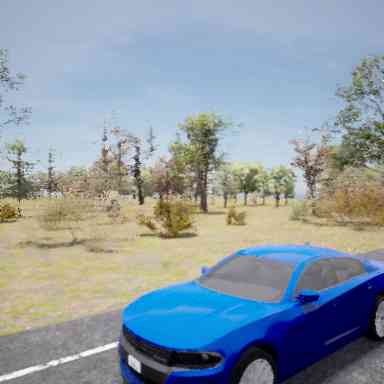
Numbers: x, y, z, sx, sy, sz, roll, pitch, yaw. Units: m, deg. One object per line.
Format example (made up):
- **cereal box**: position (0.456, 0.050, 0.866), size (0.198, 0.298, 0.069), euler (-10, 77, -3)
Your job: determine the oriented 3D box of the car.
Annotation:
- **car**: position (1.329, 1.596, 5.119), size (5.008, 1.535, 1.882), euler (1, -2, -39)
